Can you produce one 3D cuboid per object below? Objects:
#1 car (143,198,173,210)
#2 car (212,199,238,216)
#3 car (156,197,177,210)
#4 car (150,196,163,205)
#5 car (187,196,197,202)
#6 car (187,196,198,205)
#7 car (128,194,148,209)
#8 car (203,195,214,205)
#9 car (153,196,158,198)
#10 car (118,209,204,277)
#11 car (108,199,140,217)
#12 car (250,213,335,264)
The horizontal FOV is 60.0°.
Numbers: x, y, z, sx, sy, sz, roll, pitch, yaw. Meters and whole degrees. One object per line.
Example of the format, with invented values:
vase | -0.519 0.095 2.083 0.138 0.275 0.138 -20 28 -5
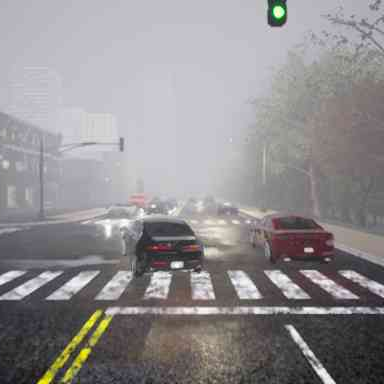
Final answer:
car | -3.341 1.618 33.462 1.994 1.385 4.181 0 0 0
car | 3.350 1.653 32.996 1.895 1.301 4.718 0 0 0
car | -3.325 1.632 42.980 1.994 1.385 4.181 0 0 0
car | -6.500 1.600 61.480 1.837 1.490 4.892 0 0 0
car | -0.001 1.495 73.338 1.994 1.385 4.181 0 0 0
car | -0.001 1.623 63.334 1.812 1.442 4.674 0 0 0
car | -6.581 1.287 41.361 2.150 2.045 5.566 0 0 0
car | 3.249 1.448 63.327 2.097 1.767 4.553 0 0 0
car | -6.510 1.681 51.166 1.895 1.301 4.718 0 0 0
car | -1.091 1.525 10.477 1.837 1.490 4.892 1 0 -17
car | -6.605 1.652 31.818 1.895 1.301 4.718 0 0 1
car | 3.350 1.498 12.008 1.882 1.535 5.008 0 0 0
